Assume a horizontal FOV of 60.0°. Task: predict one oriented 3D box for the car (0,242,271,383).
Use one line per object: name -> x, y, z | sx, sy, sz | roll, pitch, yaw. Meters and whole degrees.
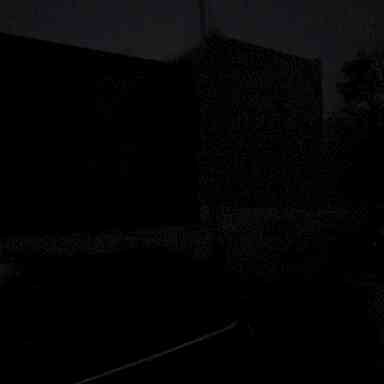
car -> -1.603, 1.353, 2.235 | 4.553, 1.767, 2.097 | -1, 0, -36
